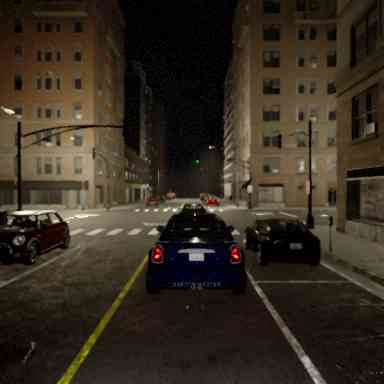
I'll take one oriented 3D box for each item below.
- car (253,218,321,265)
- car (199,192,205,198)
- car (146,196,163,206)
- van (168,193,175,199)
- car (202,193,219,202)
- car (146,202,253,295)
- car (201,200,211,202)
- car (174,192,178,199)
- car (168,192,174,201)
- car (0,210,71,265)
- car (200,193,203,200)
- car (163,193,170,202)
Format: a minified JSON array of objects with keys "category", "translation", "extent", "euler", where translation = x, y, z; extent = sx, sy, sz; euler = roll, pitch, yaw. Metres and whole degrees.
[{"category":"car","translation":[2.859,1.511,11.198],"extent":[1.947,1.339,4.313],"euler":[0,0,0]},{"category":"car","translation":[2.953,1.180,69.923],"extent":[1.967,1.590,4.097],"euler":[0,0,0]},{"category":"car","translation":[-5.618,1.380,48.304],"extent":[1.802,1.307,4.206],"euler":[0,0,0]},{"category":"van","translation":[-5.526,1.055,91.572],"extent":[1.690,1.788,3.998],"euler":[0,0,0]},{"category":"car","translation":[2.906,1.238,48.288],"extent":[1.967,1.590,4.097],"euler":[0,0,0]},{"category":"car","translation":[0.095,1.309,8.756],"extent":[2.097,1.767,4.553],"euler":[0,0,0]},{"category":"car","translation":[0.100,1.462,21.179],"extent":[1.994,1.385,4.181],"euler":[0,0,0]},{"category":"car","translation":[-5.538,1.032,86.163],"extent":[2.192,1.841,5.009],"euler":[0,0,0]},{"category":"car","translation":[-5.560,1.255,75.177],"extent":[1.752,1.417,4.829],"euler":[0,0,0]},{"category":"car","translation":[-5.666,1.385,11.201],"extent":[1.967,1.590,4.097],"euler":[0,0,0]},{"category":"car","translation":[2.930,1.315,59.106],"extent":[2.008,1.369,4.403],"euler":[0,0,0]},{"category":"car","translation":[-5.595,1.315,59.121],"extent":[2.008,1.369,4.403],"euler":[0,0,0]}]
